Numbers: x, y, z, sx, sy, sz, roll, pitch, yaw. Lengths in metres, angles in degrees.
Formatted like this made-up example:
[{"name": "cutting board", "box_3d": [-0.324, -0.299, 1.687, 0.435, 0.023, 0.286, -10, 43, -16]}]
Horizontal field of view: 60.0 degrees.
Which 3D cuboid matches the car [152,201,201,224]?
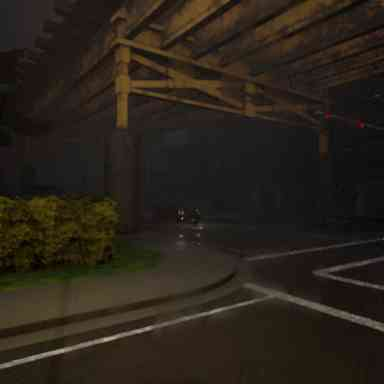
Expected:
[{"name": "car", "box_3d": [-1.266, 1.485, 26.314, 2.097, 1.767, 4.553, 1, 0, -36]}]
